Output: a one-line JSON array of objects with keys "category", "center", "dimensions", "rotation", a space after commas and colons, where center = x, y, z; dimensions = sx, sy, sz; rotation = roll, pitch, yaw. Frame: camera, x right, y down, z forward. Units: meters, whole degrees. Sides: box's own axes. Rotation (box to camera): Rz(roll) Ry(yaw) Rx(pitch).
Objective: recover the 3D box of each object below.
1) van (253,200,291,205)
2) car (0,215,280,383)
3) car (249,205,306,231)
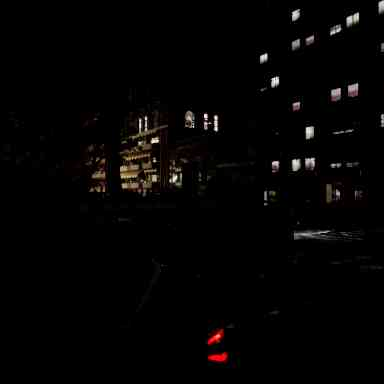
[{"category": "van", "center": [7.160, 1.643, 30.208], "dimensions": [1.690, 1.788, 3.998], "rotation": [-1, 0, -36]}, {"category": "car", "center": [-2.312, 1.222, 1.641], "dimensions": [5.566, 2.045, 2.150], "rotation": [0, 0, -34]}, {"category": "car", "center": [5.549, 1.800, 22.513], "dimensions": [1.994, 1.385, 4.181], "rotation": [0, -1, -34]}]
